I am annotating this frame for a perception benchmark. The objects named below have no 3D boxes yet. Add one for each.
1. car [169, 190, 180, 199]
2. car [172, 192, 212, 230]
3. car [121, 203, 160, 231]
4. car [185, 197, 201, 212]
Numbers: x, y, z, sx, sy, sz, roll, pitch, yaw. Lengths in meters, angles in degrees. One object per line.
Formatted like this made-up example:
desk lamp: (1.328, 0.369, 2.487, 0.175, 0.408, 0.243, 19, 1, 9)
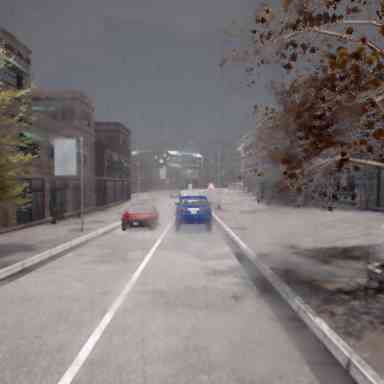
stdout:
car: (-3.060, 0.372, 61.048, 2.128, 1.511, 4.902, 0, 3, 1)
car: (0.093, 1.215, 21.049, 2.150, 2.045, 5.566, 0, 0, 0)
car: (-3.104, 1.470, 20.811, 1.882, 1.535, 5.008, 0, 0, 0)
car: (0.089, 1.431, 39.369, 1.812, 1.442, 4.674, 0, 1, 0)
